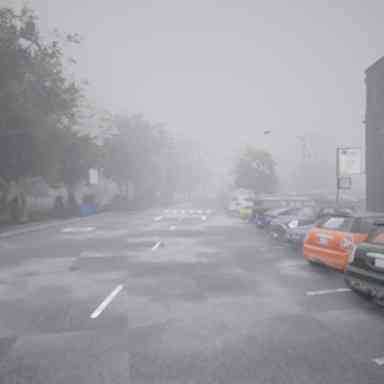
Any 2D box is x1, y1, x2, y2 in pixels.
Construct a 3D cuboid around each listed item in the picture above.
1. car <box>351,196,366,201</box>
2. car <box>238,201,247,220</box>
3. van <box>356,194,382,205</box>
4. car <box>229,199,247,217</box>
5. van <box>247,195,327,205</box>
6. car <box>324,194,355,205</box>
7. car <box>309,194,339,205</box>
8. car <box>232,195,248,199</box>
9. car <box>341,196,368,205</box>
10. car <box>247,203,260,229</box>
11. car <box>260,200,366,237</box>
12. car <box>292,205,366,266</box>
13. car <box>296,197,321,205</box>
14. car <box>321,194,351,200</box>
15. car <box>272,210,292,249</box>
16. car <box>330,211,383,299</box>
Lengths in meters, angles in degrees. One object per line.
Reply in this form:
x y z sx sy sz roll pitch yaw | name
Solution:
22.986 1.703 49.397 2.163 1.488 4.792 -1 1 -20 | car
6.231 1.622 24.825 4.674 1.452 2.002 1 0 -18 | car
35.326 1.514 66.323 1.878 1.987 4.442 0 -1 -19 | van
6.151 1.592 27.771 5.366 1.575 1.946 1 0 -18 | car
6.233 1.344 21.867 4.442 1.987 1.878 1 -1 -18 | van
29.344 1.498 66.251 2.435 2.045 5.566 1 -1 -20 | car
26.284 1.505 66.321 2.435 2.045 5.566 0 -1 -19 | car
6.552 1.375 33.855 5.566 2.045 2.435 1 -1 -18 | car
32.343 1.619 66.274 2.185 1.767 4.553 1 -1 -20 | car
6.007 1.553 18.826 5.008 1.535 2.097 1 -1 -18 | car
5.940 1.414 15.824 4.553 1.767 2.185 1 0 -18 | car
5.653 1.386 9.814 4.553 1.767 2.185 1 -1 -18 | car
23.261 1.791 66.343 2.163 1.488 4.792 0 -1 -19 | car
20.068 1.429 49.385 2.435 2.045 5.566 0 0 -19 | car
5.797 1.565 12.818 4.674 1.452 2.002 1 0 -18 | car
5.540 1.373 6.815 4.553 1.767 2.185 1 -1 -18 | car
